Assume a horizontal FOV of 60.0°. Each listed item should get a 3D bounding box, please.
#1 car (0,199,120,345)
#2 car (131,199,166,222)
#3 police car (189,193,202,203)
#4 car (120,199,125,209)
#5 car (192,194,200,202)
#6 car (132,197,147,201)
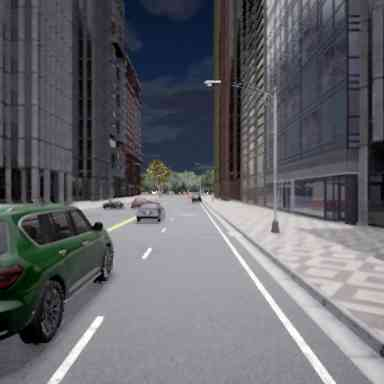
[{"bbox_3d":[-3.152,1.216,6.509,2.150,2.045,5.566,0,0,0],"label":"car"},{"bbox_3d":[-3.158,1.523,26.080,2.033,1.411,5.357,0,0,0],"label":"car"},{"bbox_3d":[0.949,1.347,65.805,1.930,1.638,5.238,0,0,0],"label":"police car"},{"bbox_3d":[-9.853,1.558,41.912,1.895,1.301,4.718,0,0,0],"label":"car"},{"bbox_3d":[0.945,1.363,75.886,1.801,1.575,5.366,0,0,0],"label":"car"},{"bbox_3d":[-6.599,1.433,42.763,1.882,1.535,5.008,0,0,0],"label":"car"}]
